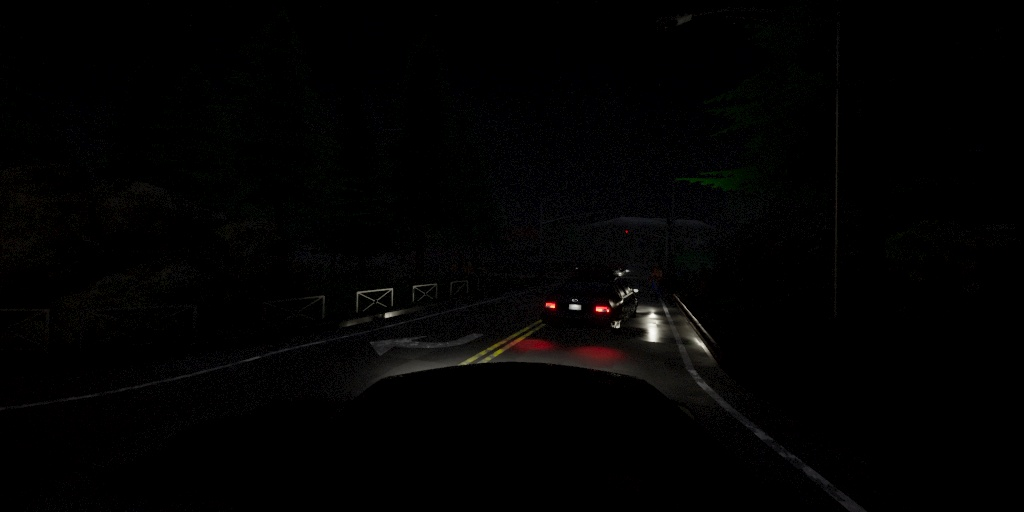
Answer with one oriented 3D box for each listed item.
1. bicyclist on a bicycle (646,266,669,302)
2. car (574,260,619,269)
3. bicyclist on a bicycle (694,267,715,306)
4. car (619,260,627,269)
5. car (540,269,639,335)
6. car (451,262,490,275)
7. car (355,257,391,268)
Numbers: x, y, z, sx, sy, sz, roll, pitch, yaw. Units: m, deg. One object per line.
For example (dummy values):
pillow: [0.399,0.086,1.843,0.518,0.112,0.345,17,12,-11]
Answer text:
bicyclist on a bicycle: [6.718,1.283,16.514,1.656,1.620,0.582,1,0,-30]
car: [9.432,1.530,41.296,4.553,1.767,2.097,1,-1,1]
bicyclist on a bicycle: [8.138,1.296,15.106,1.656,1.620,0.582,1,0,-33]
car: [17.400,1.659,59.749,2.150,2.045,5.566,1,-1,21]
car: [2.482,1.244,10.382,2.033,1.411,5.357,1,-1,25]
car: [-5.225,1.546,45.213,5.008,1.535,1.882,1,-1,21]
car: [-19.894,1.097,50.936,5.566,2.045,2.150,0,-1,23]
